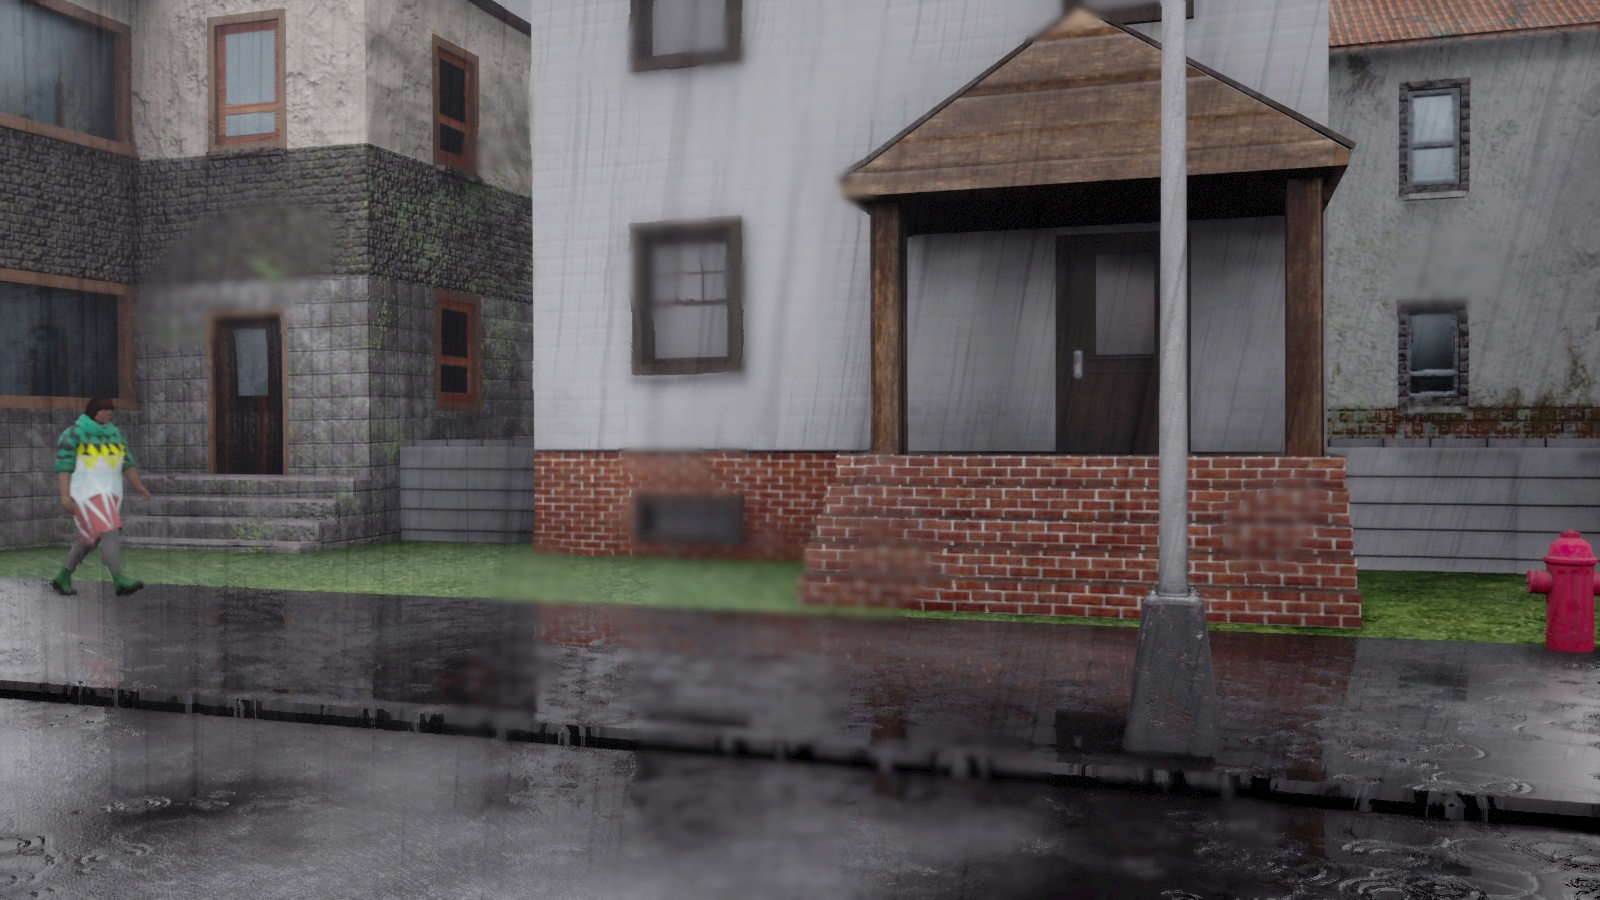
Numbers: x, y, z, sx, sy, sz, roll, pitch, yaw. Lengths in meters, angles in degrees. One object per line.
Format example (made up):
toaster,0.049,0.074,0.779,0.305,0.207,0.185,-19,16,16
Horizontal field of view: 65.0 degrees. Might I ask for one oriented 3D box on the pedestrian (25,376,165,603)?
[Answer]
pedestrian,-6.309,0.332,11.254,0.873,1.952,0.659,0,1,16
